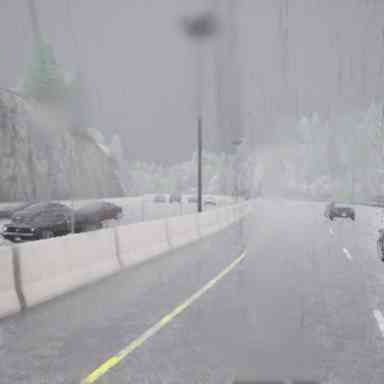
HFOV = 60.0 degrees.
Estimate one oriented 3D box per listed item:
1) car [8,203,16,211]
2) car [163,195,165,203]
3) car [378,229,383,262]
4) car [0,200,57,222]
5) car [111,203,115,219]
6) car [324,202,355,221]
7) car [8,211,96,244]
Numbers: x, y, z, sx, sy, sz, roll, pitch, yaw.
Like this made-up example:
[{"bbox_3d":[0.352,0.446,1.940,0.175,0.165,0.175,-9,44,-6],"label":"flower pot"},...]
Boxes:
[{"bbox_3d":[-10.787,1.491,24.262,1.837,1.490,4.892,0,0,17],"label":"car"},{"bbox_3d":[-6.620,1.346,67.338,2.097,1.767,4.553,0,0,4],"label":"car"},{"bbox_3d":[6.387,1.500,9.009,2.128,1.511,4.902,0,0,20],"label":"car"},{"bbox_3d":[-13.547,1.460,27.167,1.882,1.535,5.008,0,0,17],"label":"car"},{"bbox_3d":[-6.979,1.469,24.729,1.882,1.535,5.008,0,0,17],"label":"car"},{"bbox_3d":[12.180,1.542,27.610,1.812,1.442,4.674,0,0,15],"label":"car"},{"bbox_3d":[-6.318,1.593,15.538,1.895,1.301,4.718,0,0,20],"label":"car"}]
